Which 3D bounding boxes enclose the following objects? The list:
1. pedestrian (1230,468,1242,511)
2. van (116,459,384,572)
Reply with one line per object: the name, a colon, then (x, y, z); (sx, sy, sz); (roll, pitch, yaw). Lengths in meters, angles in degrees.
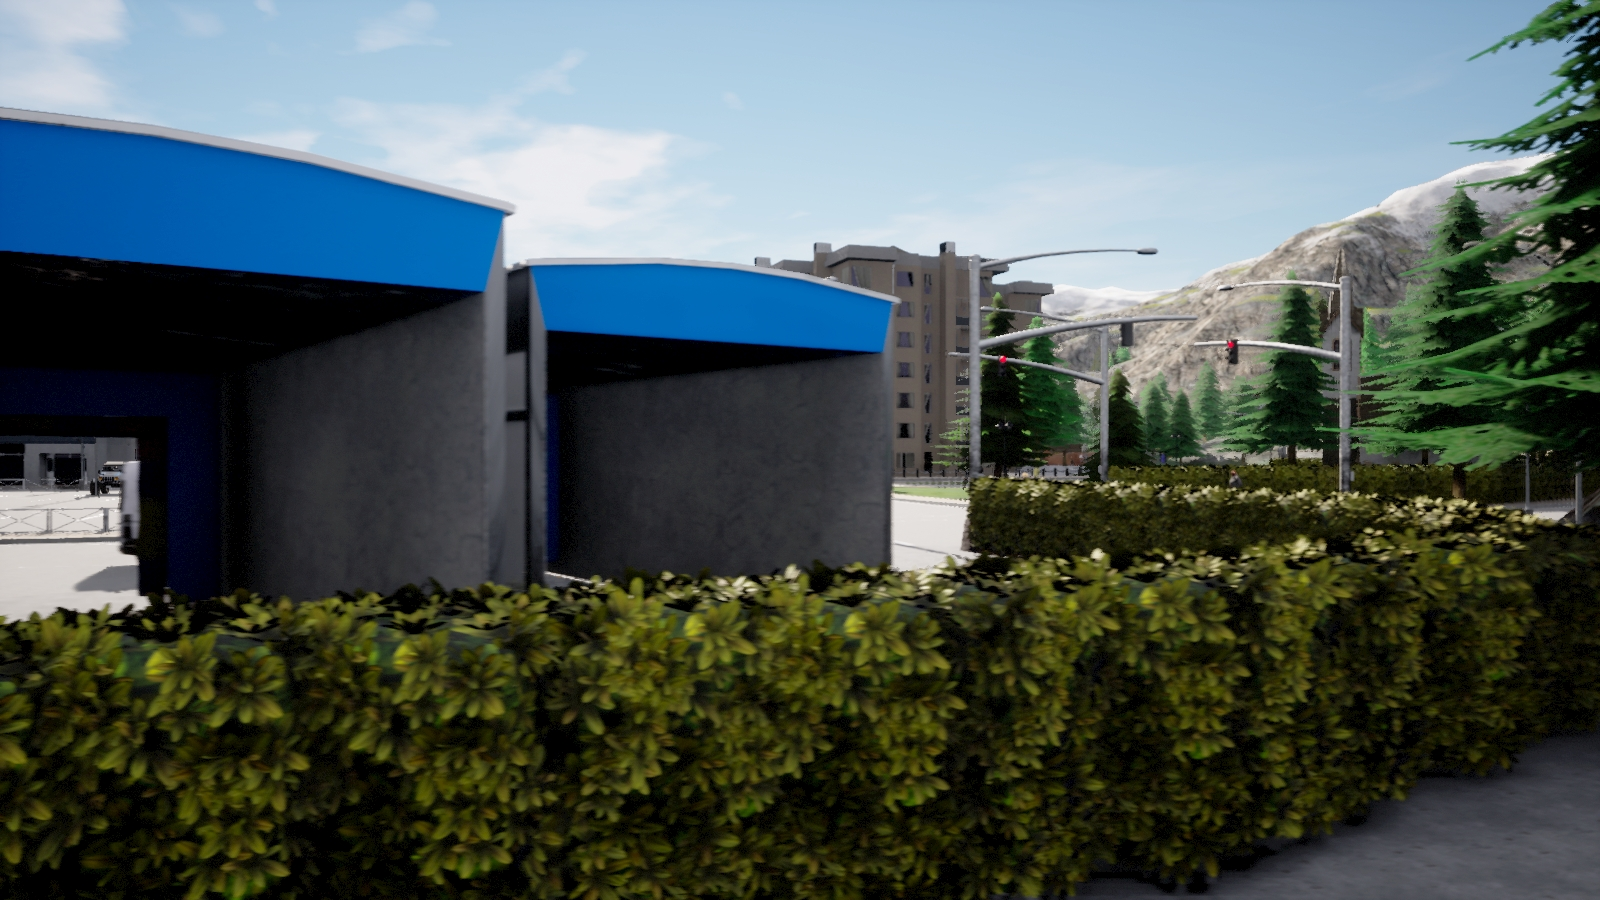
pedestrian: (18.814, 1.700, 49.301); (0.375, 1.860, 0.375); (0, 0, -11)
van: (-13.796, 1.535, 28.848); (5.915, 2.561, 1.988); (0, 0, -33)
